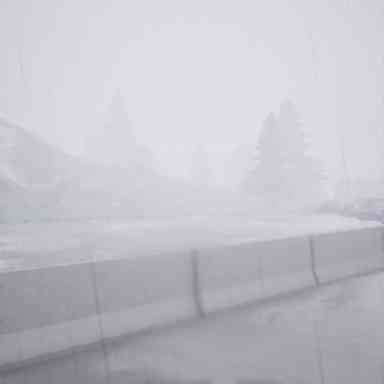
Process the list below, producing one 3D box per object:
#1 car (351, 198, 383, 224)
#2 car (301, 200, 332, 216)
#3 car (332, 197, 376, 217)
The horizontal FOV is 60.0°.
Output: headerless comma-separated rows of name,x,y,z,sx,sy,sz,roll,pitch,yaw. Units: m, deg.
car,14.258,1.424,24.133,5.008,1.535,1.882,0,0,-25
car,12.300,1.449,30.950,4.674,1.442,1.812,0,0,-25
car,14.577,1.285,28.153,4.553,1.767,2.097,0,0,-25
